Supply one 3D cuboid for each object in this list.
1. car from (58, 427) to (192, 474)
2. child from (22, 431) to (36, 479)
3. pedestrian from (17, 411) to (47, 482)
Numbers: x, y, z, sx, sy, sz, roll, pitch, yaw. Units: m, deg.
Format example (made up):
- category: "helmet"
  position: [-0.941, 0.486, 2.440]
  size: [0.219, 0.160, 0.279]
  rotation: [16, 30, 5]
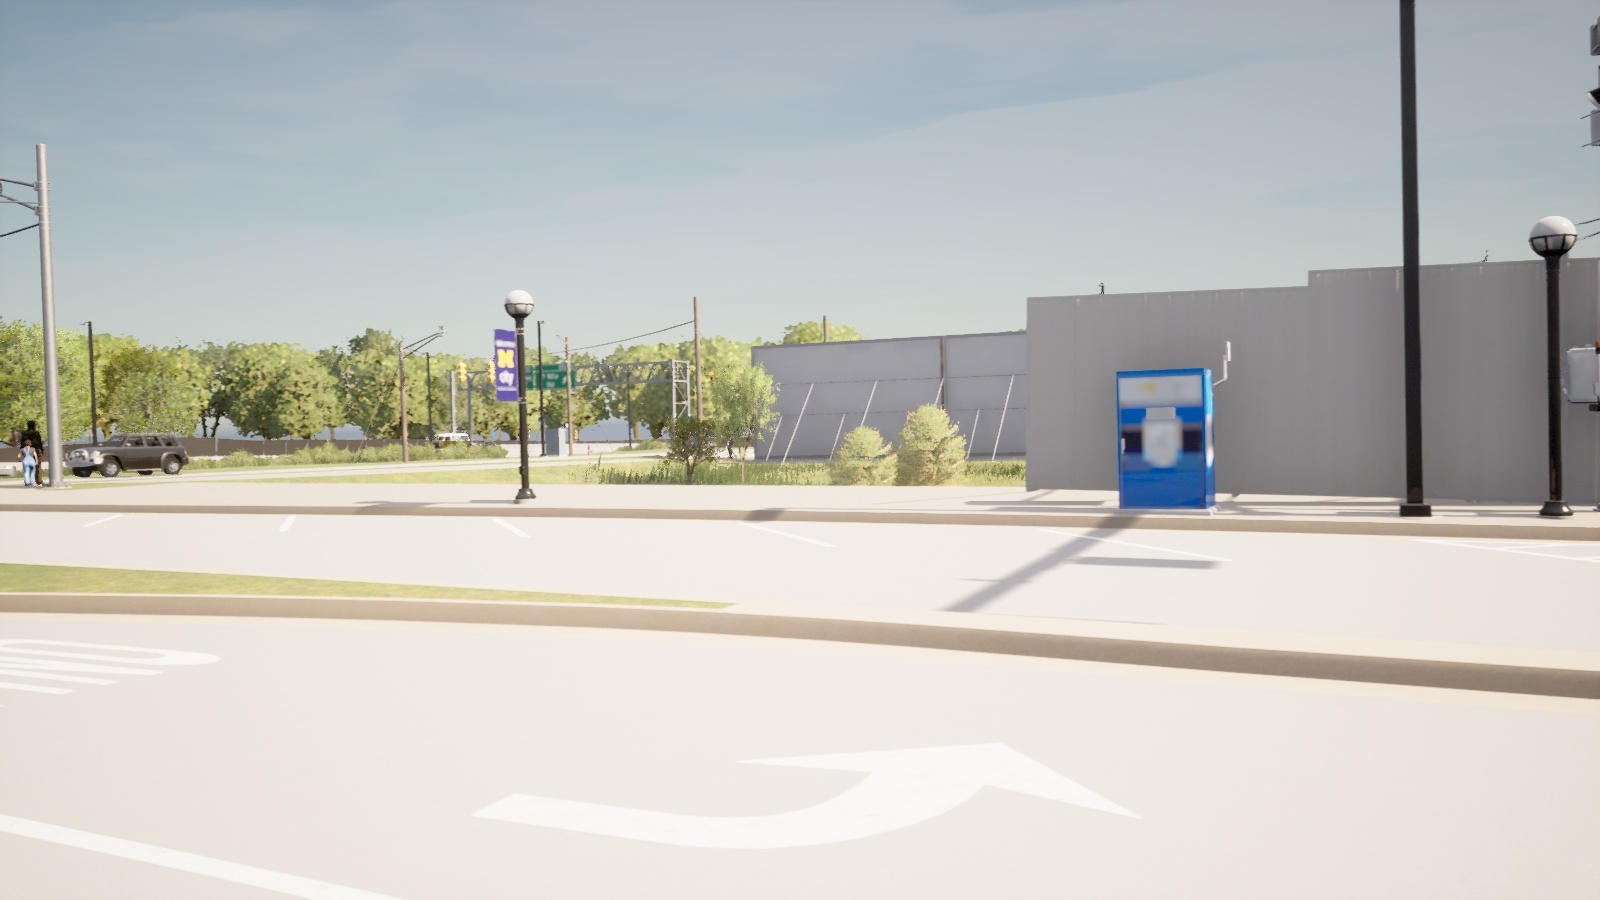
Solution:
- category: "car"
  position: [-27.948, -0.025, 52.160]
  size: [1.932, 1.855, 4.605]
  rotation: [-1, 1, 25]
- category: "child"
  position: [-20.257, 0.129, 32.994]
  size: [0.270, 1.263, 0.437]
  rotation: [-2, 2, -31]
- category: "pedestrian"
  position: [-21.042, -0.100, 34.427]
  size: [0.395, 1.930, 0.692]
  rotation: [-1, 2, -8]
